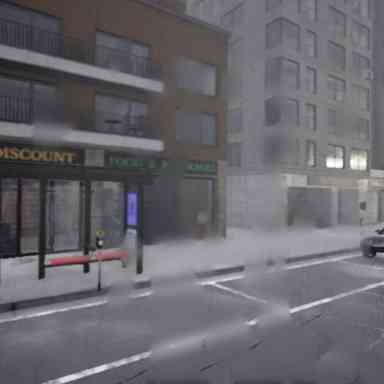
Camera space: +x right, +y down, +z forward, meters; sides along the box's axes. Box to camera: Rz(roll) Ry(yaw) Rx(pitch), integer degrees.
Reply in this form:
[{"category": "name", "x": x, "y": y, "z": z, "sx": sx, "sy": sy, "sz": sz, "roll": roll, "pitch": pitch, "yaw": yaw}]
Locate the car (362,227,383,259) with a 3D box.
[{"category": "car", "x": 8.026, "y": 1.741, "z": 12.233, "sx": 4.313, "sy": 1.339, "sz": 1.947, "roll": 1, "pitch": 0, "yaw": -35}]
